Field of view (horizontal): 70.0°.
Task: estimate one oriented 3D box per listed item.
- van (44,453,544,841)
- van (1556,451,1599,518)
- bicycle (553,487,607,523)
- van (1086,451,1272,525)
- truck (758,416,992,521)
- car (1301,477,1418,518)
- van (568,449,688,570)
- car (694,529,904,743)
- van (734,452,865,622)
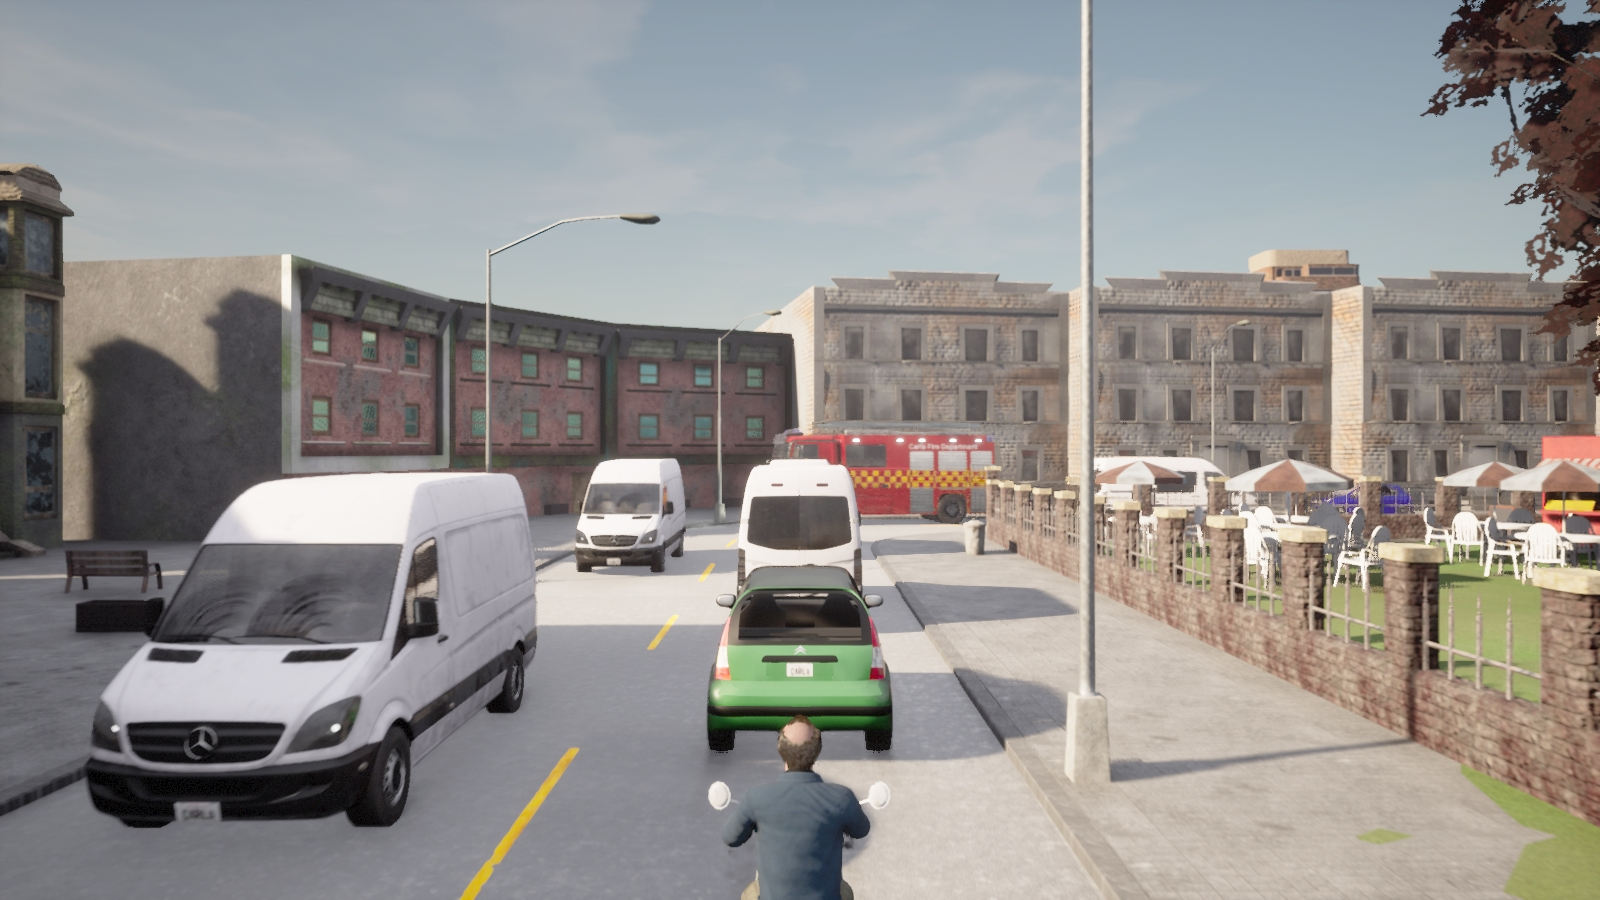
[{"bbox_3d":[-4.013,1.314,10.530,1.988,2.561,5.915,0,0,0],"label":"van"},{"bbox_3d":[32.982,1.312,44.380,5.915,2.561,1.988,0,0,0],"label":"van"},{"bbox_3d":[-7.773,1.938,40.404,1.835,1.271,0.329,0,0,0],"label":"bicycle"},{"bbox_3d":[13.353,1.312,40.518,5.915,2.561,1.988,0,0,0],"label":"van"},{"bbox_3d":[2.803,0.670,43.754,8.468,3.827,2.891,0,0,-12],"label":"truck"},{"bbox_3d":[21.679,1.816,44.358,3.633,1.501,1.845,0,0,0],"label":"car"},{"bbox_3d":[-4.066,1.308,28.025,1.988,2.561,5.915,0,1,1],"label":"van"},{"bbox_3d":[-0.006,1.779,12.079,1.851,1.617,3.988,0,0,0],"label":"car"},{"bbox_3d":[-0.010,1.313,20.225,1.988,2.561,5.915,0,0,0],"label":"van"}]
